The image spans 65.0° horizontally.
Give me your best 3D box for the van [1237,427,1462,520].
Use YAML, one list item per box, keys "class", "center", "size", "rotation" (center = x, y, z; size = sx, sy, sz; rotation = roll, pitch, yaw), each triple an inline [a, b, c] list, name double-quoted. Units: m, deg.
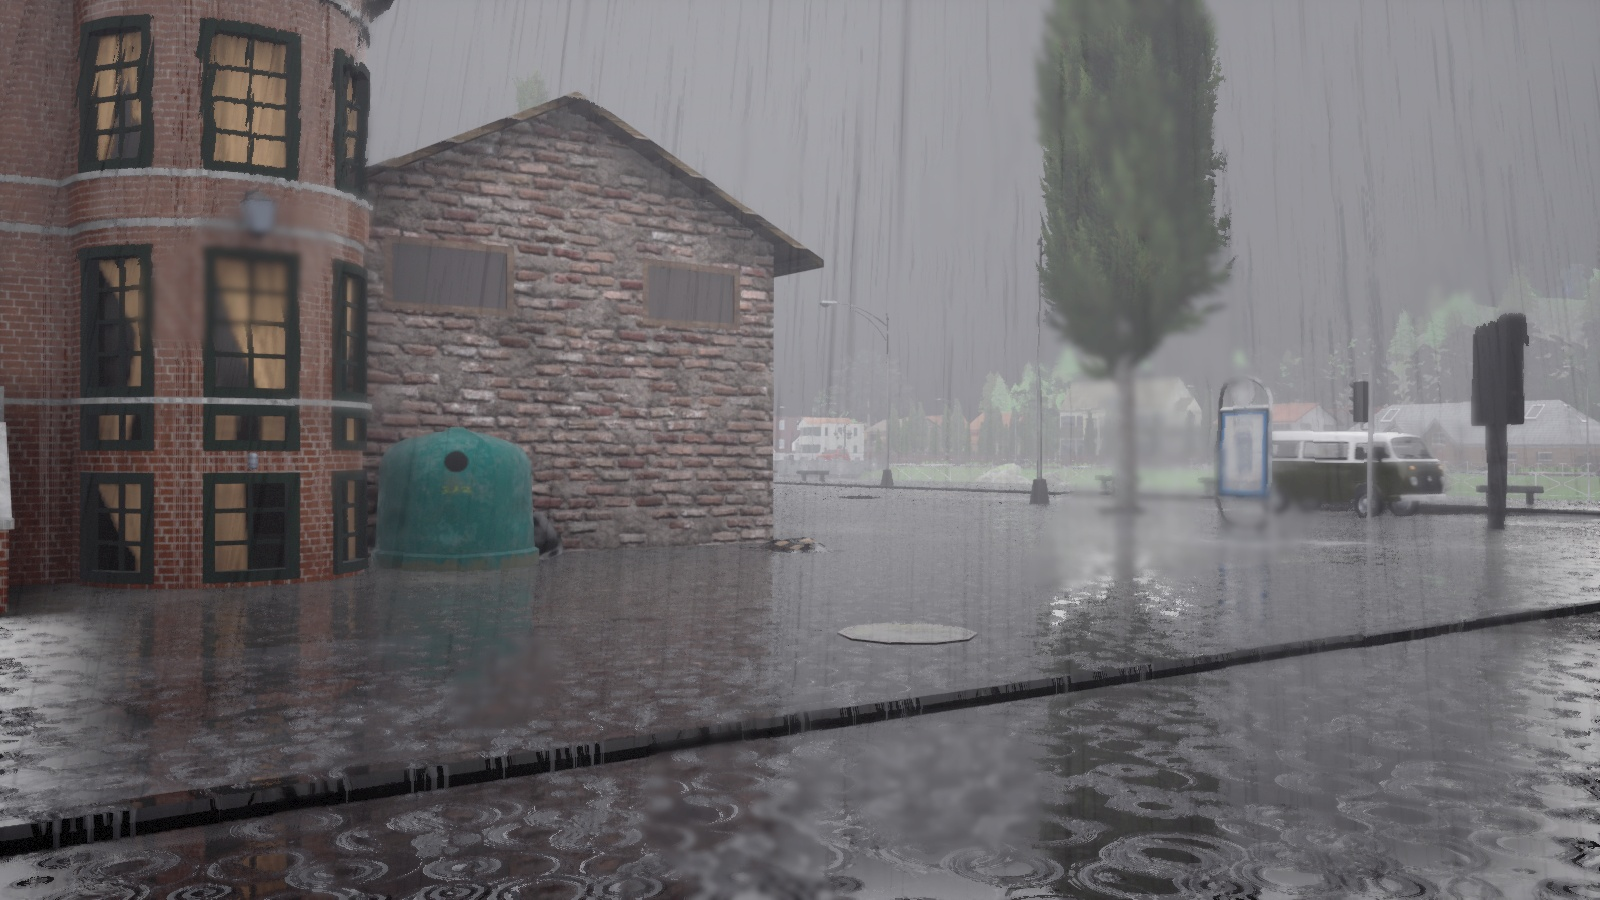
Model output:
- class: "van"
  center: [12.957, 0.514, 29.890]
  size: [2.069, 2.038, 4.480]
  rotation: [0, 0, -35]
